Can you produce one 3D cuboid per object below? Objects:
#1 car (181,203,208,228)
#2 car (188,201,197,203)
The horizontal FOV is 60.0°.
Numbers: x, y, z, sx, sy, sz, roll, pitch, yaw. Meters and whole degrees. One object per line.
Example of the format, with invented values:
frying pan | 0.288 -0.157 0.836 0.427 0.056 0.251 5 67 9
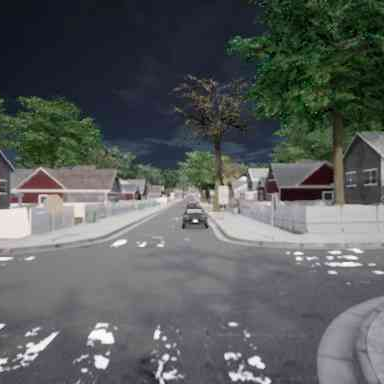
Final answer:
car | 0.180 1.839 24.999 1.812 1.442 4.674 0 -1 -1
car | 0.076 2.244 58.004 1.812 1.442 4.674 0 -1 0
